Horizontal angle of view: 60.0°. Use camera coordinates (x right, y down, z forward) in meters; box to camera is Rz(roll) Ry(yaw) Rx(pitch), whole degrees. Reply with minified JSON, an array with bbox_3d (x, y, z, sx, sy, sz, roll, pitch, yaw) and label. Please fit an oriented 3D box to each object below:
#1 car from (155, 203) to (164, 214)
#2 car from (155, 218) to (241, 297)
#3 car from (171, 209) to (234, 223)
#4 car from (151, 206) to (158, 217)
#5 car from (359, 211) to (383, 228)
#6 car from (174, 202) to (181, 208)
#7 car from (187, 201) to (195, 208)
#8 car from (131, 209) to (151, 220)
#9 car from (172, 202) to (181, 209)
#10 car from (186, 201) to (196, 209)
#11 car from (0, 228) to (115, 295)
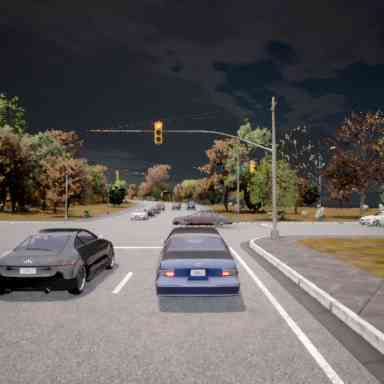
[{"bbox_3d":[-7.218,3.525,64.965,2.033,1.411,5.357,0,0,0],"label":"car"},{"bbox_3d":[0.068,1.645,8.894,2.033,1.411,5.357,0,-1,-1],"label":"car"},{"bbox_3d":[0.962,2.430,29.512,5.357,1.411,2.033,0,-3,1],"label":"car"},{"bbox_3d":[-7.242,3.461,55.218,1.895,1.301,4.718,0,-1,0],"label":"car"},{"bbox_3d":[17.505,2.419,29.808,4.674,1.442,1.812,0,-3,-3],"label":"car"},{"bbox_3d":[-3.863,3.414,88.211,1.837,1.490,4.892,0,0,-4],"label":"car"},{"bbox_3d":[-0.340,3.229,87.954,1.882,1.535,5.008,0,0,-4],"label":"car"},{"bbox_3d":[-7.234,3.138,46.198,1.812,1.442,4.674,0,-2,0],"label":"car"},{"bbox_3d":[-3.718,3.473,78.235,1.812,1.442,4.674,0,0,0],"label":"car"},{"bbox_3d":[-0.217,3.298,77.775,2.097,1.767,4.553,0,0,0],"label":"car"},{"bbox_3d":[-3.446,1.664,9.001,1.994,1.385,4.181,0,-1,0],"label":"car"}]
